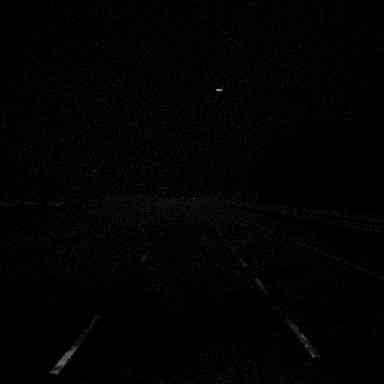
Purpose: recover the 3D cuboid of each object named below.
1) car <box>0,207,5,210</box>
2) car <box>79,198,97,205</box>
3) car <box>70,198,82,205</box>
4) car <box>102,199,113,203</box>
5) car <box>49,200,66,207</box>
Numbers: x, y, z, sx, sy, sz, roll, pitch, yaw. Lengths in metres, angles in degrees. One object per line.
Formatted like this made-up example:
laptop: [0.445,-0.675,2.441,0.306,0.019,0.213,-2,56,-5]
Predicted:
car: [-17.610,1.940,28.779,1.812,1.442,4.674,0,-1,0]
car: [-21.028,2.549,69.188,2.033,1.411,5.357,0,-1,0]
car: [-24.529,2.266,72.218,2.150,2.045,5.566,0,-1,0]
car: [-17.528,2.365,69.222,2.097,1.767,4.553,0,-1,0]
car: [-28.028,2.364,69.218,2.097,1.767,4.553,0,-1,0]
